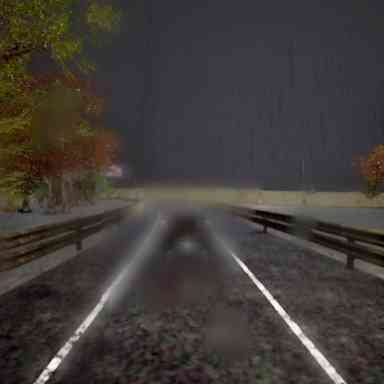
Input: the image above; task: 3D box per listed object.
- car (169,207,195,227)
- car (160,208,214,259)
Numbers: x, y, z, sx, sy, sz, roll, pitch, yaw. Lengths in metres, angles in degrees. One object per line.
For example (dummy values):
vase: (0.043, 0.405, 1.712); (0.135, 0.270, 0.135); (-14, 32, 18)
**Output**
car: (-0.886, 1.950, 26.808); (1.895, 1.301, 4.718); (0, -1, -3)
car: (-0.222, 1.652, 13.491); (1.882, 1.535, 5.008); (0, -1, -2)
